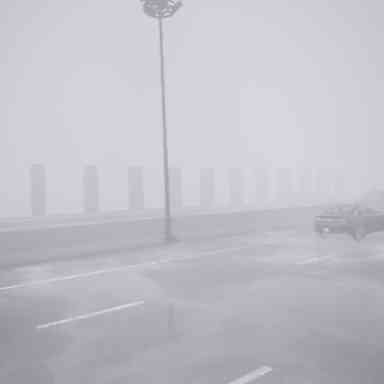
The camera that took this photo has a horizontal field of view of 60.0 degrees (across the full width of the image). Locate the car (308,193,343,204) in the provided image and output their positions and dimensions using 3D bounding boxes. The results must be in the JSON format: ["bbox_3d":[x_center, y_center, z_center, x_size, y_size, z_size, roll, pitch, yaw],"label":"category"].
[{"bbox_3d":[17.877,1.158,43.647,4.892,1.490,1.837,-3,0,-34],"label":"car"}]

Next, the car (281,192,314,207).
[{"bbox_3d":[14.753,1.014,45.709,5.566,2.045,2.150,-2,0,-34],"label":"car"}]

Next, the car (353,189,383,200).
[{"bbox_3d":[20.889,0.708,37.214,5.566,2.045,2.150,-2,0,-34],"label":"car"}]

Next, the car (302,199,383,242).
[{"bbox_3d":[7.679,1.319,15.467,4.902,1.511,2.128,-2,0,-34],"label":"car"}]

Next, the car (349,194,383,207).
[{"bbox_3d":[22.186,1.040,42.359,4.181,1.385,1.994,-2,0,-34],"label":"car"}]
